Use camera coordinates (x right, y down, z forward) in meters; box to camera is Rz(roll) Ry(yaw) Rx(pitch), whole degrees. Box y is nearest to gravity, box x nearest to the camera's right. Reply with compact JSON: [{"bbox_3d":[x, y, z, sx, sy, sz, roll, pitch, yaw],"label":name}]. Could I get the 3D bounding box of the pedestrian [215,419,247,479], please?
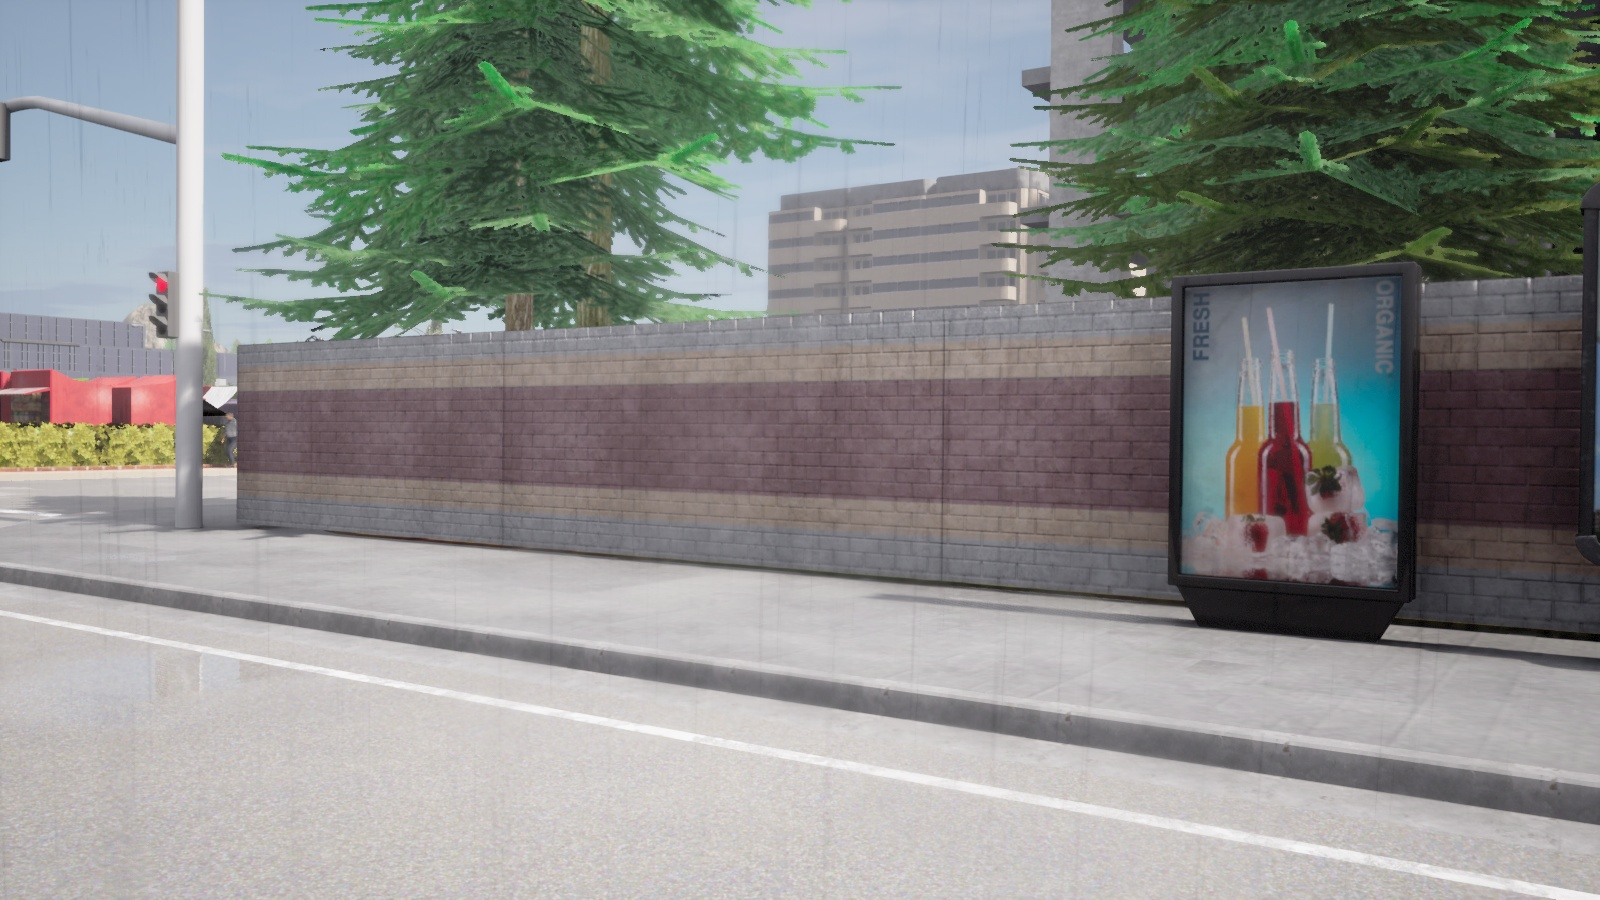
[{"bbox_3d":[-17.549,-0.041,38.739,0.540,1.848,0.694,0,1,35],"label":"pedestrian"}]
